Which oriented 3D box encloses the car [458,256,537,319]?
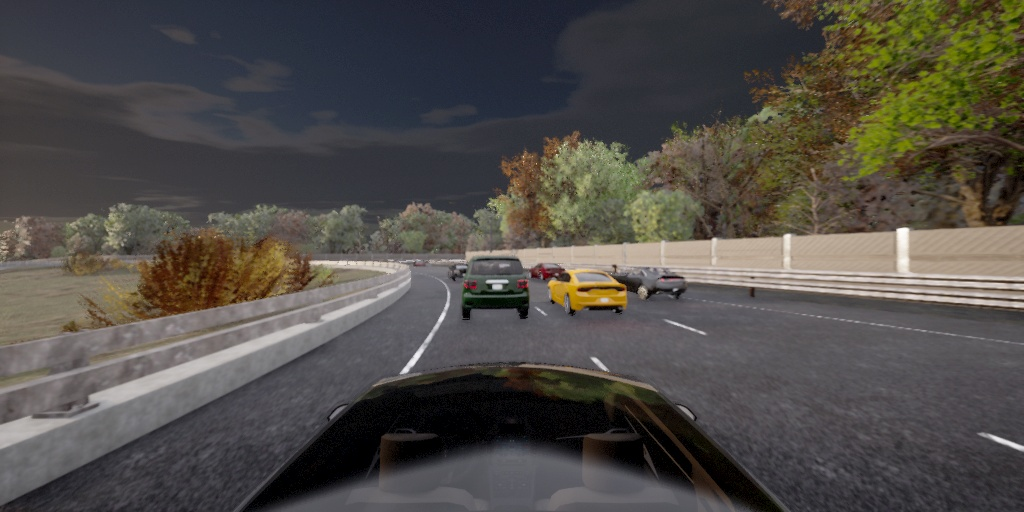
[{"bbox_3d":[-0.729,1.013,13.192,2.150,2.045,5.566,0,0,-6],"label":"car"}]

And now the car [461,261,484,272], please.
[{"bbox_3d":[-5.915,1.512,53.006,1.994,1.385,4.181,0,0,-28],"label":"car"}]

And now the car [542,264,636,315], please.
[{"bbox_3d":[2.682,1.257,13.842,1.882,1.535,5.008,0,0,-6],"label":"car"}]

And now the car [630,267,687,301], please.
[{"bbox_3d":[6.410,1.268,17.836,2.128,1.511,4.902,0,0,-16],"label":"car"}]

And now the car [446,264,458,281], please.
[{"bbox_3d":[-4.552,1.396,31.589,1.812,1.442,4.674,0,0,-17],"label":"car"}]

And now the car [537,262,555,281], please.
[{"bbox_3d":[2.924,1.312,30.904,1.882,1.535,5.008,0,0,-15],"label":"car"}]
